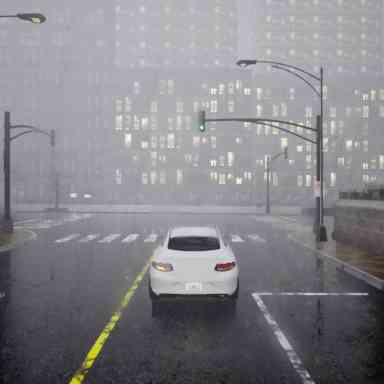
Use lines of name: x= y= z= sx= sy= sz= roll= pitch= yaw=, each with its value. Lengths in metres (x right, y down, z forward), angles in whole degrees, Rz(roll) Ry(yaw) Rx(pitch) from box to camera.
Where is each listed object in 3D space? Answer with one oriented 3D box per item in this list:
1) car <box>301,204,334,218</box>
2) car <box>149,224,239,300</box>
car: x=12.898 y=1.786 z=31.629 sx=4.718 sy=1.301 sz=1.895 roll=1 pitch=0 yaw=-1
car: x=0.050 y=1.525 z=8.264 sx=1.812 sy=1.442 sz=4.674 roll=0 pitch=0 yaw=0
